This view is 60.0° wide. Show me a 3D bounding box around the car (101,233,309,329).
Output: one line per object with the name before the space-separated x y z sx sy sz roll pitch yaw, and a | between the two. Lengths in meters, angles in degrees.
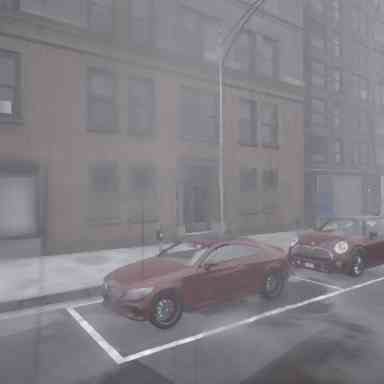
car | 0.275 1.579 6.855 4.206 1.307 1.802 0 -1 -35

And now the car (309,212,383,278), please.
car | 4.756 1.433 10.053 4.097 1.590 1.967 0 -1 -35
